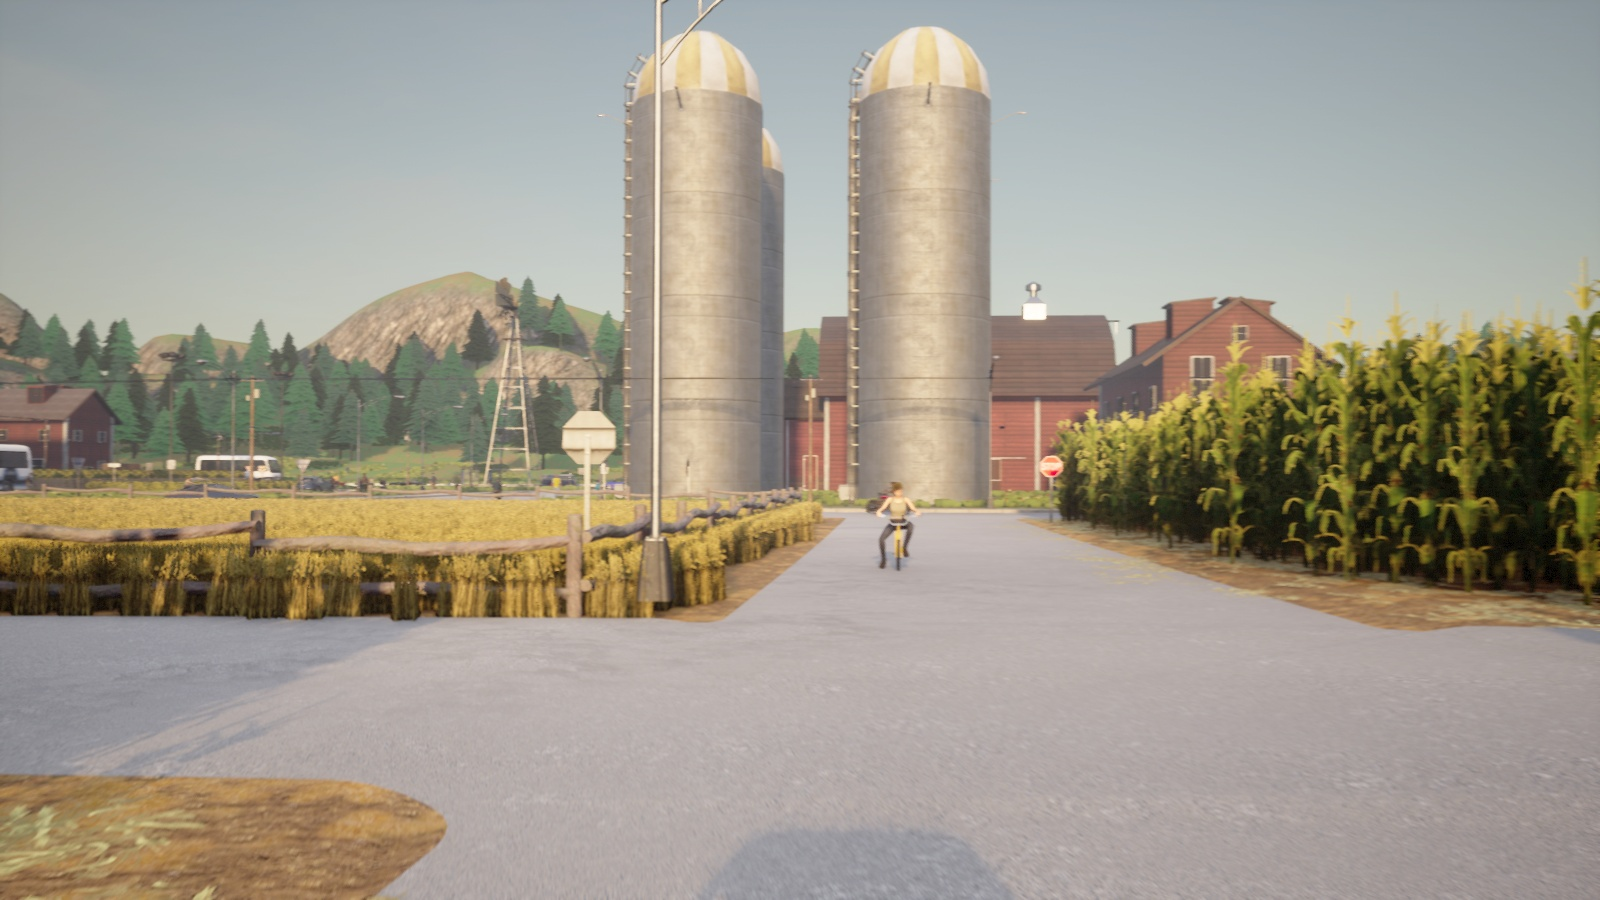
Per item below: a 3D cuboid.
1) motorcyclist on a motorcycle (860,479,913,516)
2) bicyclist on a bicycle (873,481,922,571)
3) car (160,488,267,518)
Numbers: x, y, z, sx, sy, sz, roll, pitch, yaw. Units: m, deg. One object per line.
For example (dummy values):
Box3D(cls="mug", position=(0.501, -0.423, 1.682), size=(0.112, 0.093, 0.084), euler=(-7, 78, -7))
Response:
Box3D(cls="motorcyclist on a motorcycle", position=(4.039, 2.217, 58.650), size=(2.350, 1.649, 0.766), euler=(-1, 1, 35))
Box3D(cls="bicyclist on a bicycle", position=(1.799, 1.395, 23.343), size=(0.866, 1.612, 1.509), euler=(0, -2, 4))
Box3D(cls="car", position=(-27.918, 2.508, 59.848), size=(4.181, 1.385, 1.994), euler=(0, -1, -5))
